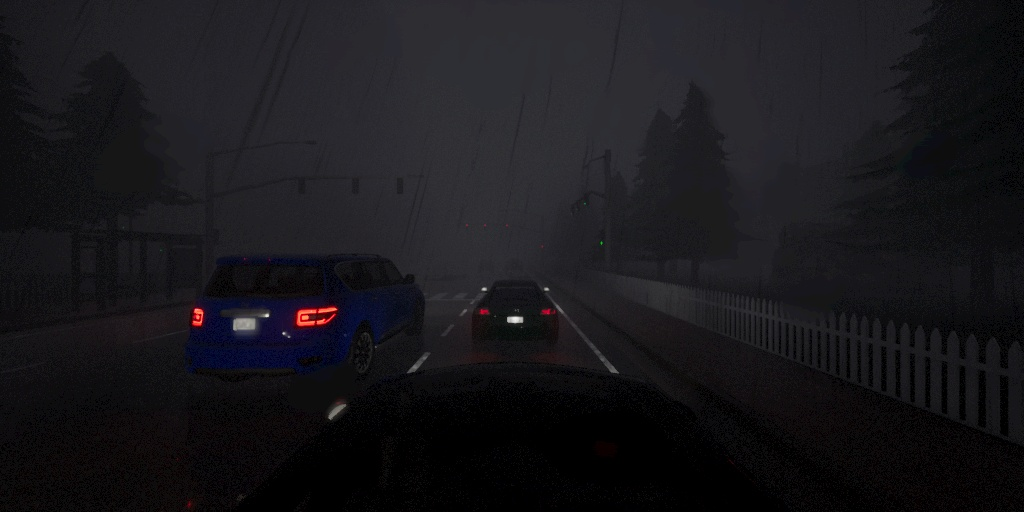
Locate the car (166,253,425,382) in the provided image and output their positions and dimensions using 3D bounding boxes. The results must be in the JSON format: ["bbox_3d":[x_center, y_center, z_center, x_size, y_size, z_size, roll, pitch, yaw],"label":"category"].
[{"bbox_3d":[-3.404,0.972,7.276,2.150,2.045,5.566,0,0,0],"label":"car"}]

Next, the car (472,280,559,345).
[{"bbox_3d":[0.089,1.314,9.556,1.994,1.385,4.181,0,0,1],"label":"car"}]

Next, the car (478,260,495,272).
[{"bbox_3d":[-3.222,1.240,45.569,2.128,1.511,4.902,0,0,1],"label":"car"}]

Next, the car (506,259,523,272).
[{"bbox_3d":[0.281,1.100,45.664,2.097,1.767,4.553,0,0,0],"label":"car"}]
